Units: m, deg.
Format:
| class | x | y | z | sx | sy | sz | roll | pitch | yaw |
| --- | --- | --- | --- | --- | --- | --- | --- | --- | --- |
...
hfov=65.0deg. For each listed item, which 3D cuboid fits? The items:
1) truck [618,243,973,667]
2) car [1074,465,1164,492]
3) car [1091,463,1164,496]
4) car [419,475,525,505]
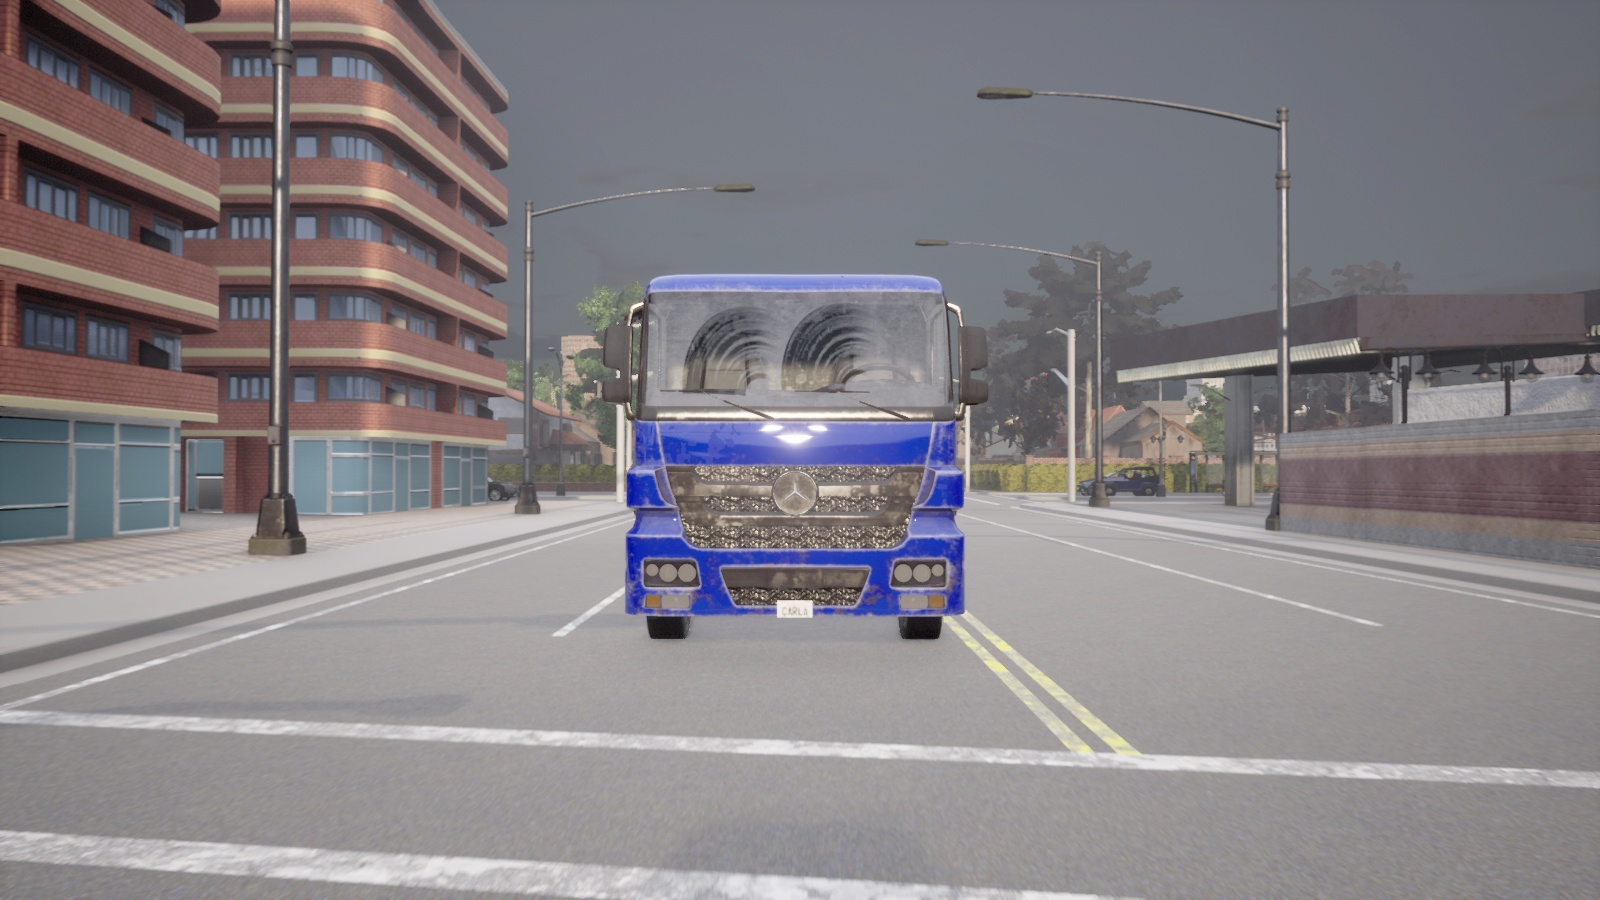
| class | x | y | z | sx | sy | sz | roll | pitch | yaw |
| --- | --- | --- | --- | --- | --- | --- | --- | --- | --- |
| truck | -0.048 | 0.099 | 14.278 | 2.891 | 3.462 | 7.936 | 0 | -1 | 0 |
| car | 19.884 | 1.789 | 78.464 | 5.027 | 1.651 | 2.152 | 0 | -1 | 0 |
| car | 19.531 | 1.751 | 74.946 | 3.866 | 1.878 | 1.905 | 0 | -1 | 1 |
| car | -16.717 | 2.018 | 64.091 | 4.892 | 1.490 | 1.837 | 0 | -1 | 2 |
